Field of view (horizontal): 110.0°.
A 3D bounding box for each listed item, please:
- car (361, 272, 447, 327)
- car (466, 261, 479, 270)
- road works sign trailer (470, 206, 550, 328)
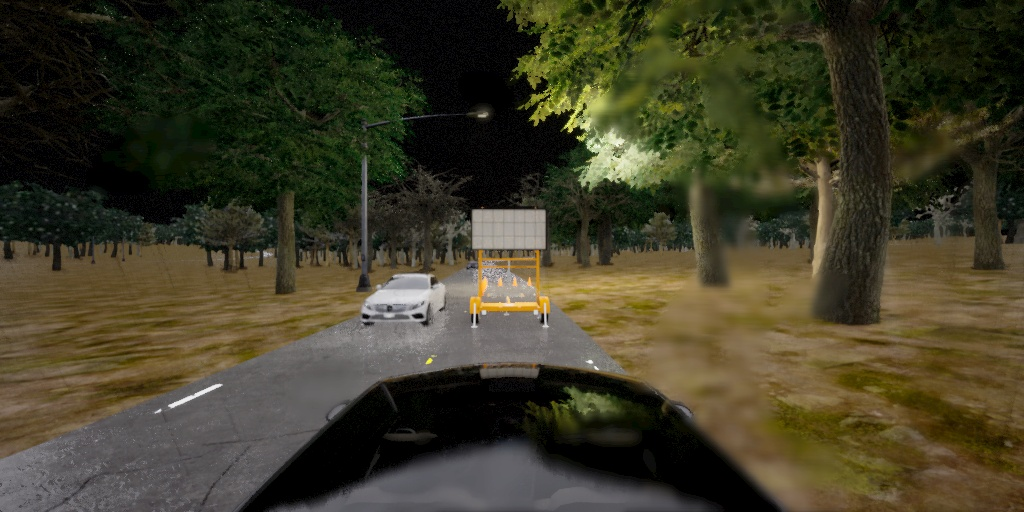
[{"bbox_3d":[-3.261,1.284,11.682,1.812,1.442,4.674,0,0,-1],"label":"car"},{"bbox_3d":[-5.930,1.462,54.483,1.994,1.385,4.181,0,0,-5],"label":"car"},{"bbox_3d":[-0.098,0.223,11.455,2.380,3.560,2.880,0,0,-2],"label":"road works sign trailer"}]
